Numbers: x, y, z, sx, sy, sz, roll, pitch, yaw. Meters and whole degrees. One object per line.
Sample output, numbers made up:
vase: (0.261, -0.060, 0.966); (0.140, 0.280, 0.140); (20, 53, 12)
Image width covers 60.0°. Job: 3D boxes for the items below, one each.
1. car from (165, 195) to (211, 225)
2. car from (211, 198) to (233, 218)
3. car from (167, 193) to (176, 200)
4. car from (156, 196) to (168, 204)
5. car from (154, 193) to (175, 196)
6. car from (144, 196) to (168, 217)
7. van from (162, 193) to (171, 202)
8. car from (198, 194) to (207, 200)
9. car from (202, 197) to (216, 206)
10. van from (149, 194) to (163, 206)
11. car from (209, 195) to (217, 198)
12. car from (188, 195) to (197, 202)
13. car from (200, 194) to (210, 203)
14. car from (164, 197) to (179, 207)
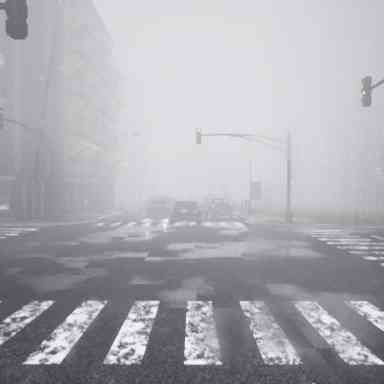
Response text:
car: (-0.164, 1.333, 23.934); (2.097, 1.767, 4.553); (0, 0, 10)
car: (2.654, 1.518, 30.009); (1.887, 1.381, 4.507); (-1, 0, 0)
car: (-5.682, 1.161, 92.084); (2.192, 1.841, 5.009); (-1, 0, 0)
car: (-5.686, 1.462, 63.852); (1.887, 1.381, 4.507); (-1, 0, 0)
car: (-3.080, 1.310, 40.552); (2.097, 1.767, 4.553); (0, 0, 0)
car: (-3.088, 1.449, 31.238); (1.882, 1.535, 5.008); (0, 0, 0)
van: (-5.686, 1.232, 75.146); (1.690, 1.788, 3.998); (-1, 0, 0)
car: (2.702, 1.302, 86.467); (1.967, 1.590, 4.097); (-1, 0, 0)
car: (2.659, 1.483, 52.592); (1.887, 1.381, 4.507); (-1, 0, 0)
van: (-5.692, 1.280, 52.560); (1.690, 1.788, 3.998); (-1, 0, 0)
car: (2.654, 1.405, 35.654); (1.967, 1.590, 4.097); (-1, 0, 0)
car: (0.036, 1.402, 71.114); (1.837, 1.490, 4.892); (0, 0, 0)
car: (2.668, 1.345, 69.529); (1.967, 1.590, 4.097); (-1, 0, 0)
car: (-3.066, 1.506, 50.517); (1.994, 1.385, 4.181); (0, 0, 0)
